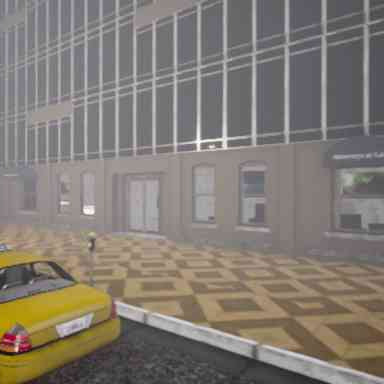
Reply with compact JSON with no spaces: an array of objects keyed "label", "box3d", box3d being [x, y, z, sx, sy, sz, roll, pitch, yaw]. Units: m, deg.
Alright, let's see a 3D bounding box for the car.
[{"label":"car","box3d":[-3.227,1.491,5.181,4.829,1.417,1.752,0,0,36]}]
